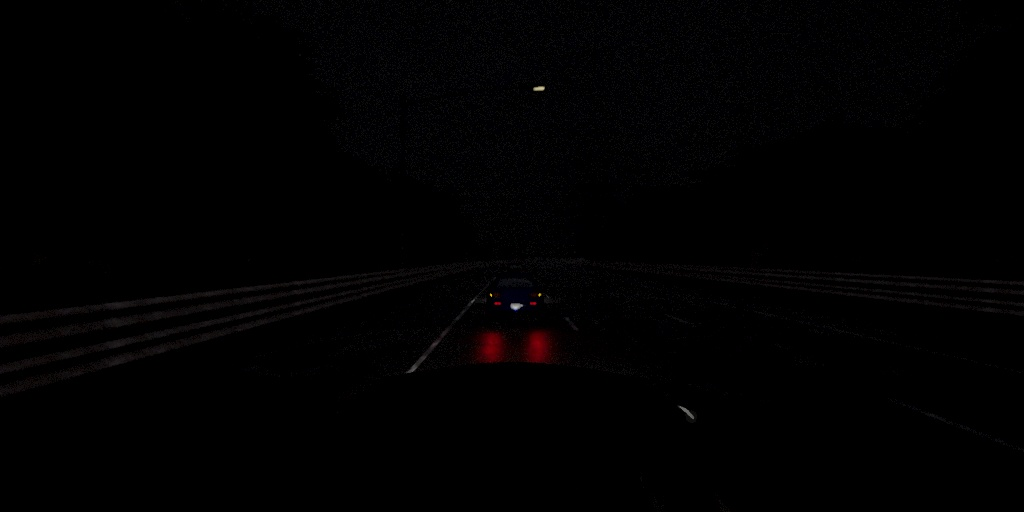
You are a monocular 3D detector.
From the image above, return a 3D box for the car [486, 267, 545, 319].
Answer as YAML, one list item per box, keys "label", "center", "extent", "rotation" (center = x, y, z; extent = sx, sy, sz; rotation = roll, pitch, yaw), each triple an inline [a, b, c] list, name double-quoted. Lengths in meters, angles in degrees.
- label: "car"
  center: [0.105, 1.281, 12.648]
  extent: [1.812, 1.442, 4.674]
  rotation: [0, 0, 0]

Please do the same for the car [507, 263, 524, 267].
- label: "car"
  center: [0.270, 1.319, 30.093]
  extent: [1.812, 1.442, 4.674]
  rotation: [0, 0, 1]
